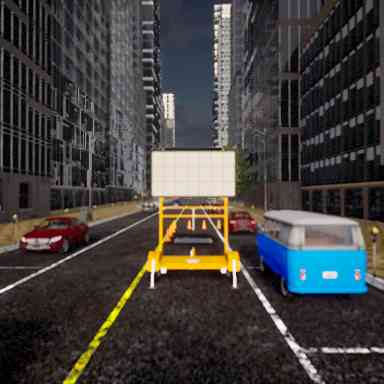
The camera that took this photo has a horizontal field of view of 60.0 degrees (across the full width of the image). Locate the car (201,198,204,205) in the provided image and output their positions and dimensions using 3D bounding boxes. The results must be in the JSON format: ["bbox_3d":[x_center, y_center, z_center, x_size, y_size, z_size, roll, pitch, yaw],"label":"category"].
[{"bbox_3d":[2.908,2.041,53.944,2.008,1.369,4.403,0,0,0],"label":"car"}]

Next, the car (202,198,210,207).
[{"bbox_3d":[2.886,1.994,48.252,2.008,1.369,4.403,0,0,0],"label":"car"}]

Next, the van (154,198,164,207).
[{"bbox_3d":[-5.472,1.843,53.983,1.690,1.788,3.998,0,0,0],"label":"van"}]

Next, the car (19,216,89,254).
[{"bbox_3d":[-5.629,1.723,14.134,1.802,1.307,4.206,0,-1,0],"label":"car"}]

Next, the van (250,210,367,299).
[{"bbox_3d":[2.729,1.417,8.409,1.690,1.788,3.998,0,-1,0],"label":"van"}]

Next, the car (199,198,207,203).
[{"bbox_3d":[3.065,2.339,93.790,1.887,1.381,4.507,0,0,0],"label":"car"}]

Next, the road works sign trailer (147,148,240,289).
[{"bbox_3d":[0.042,0.554,9.447,2.380,3.560,2.880,0,-1,0],"label":"road works sign trailer"}]

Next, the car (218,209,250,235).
[{"bbox_3d":[2.774,1.765,19.790,1.802,1.307,4.206,0,-1,0],"label":"car"}]

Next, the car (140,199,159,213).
[{"bbox_3d":[-5.517,1.955,42.596,2.008,1.369,4.403,0,-1,0],"label":"car"}]

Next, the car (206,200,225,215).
[{"bbox_3d":[2.841,1.924,36.867,1.802,1.307,4.206,0,-1,0],"label":"car"}]

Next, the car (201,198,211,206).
[{"bbox_3d":[2.975,2.064,71.022,1.967,1.590,4.097,0,0,0],"label":"car"}]

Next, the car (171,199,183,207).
[{"bbox_3d":[-2.761,2.067,59.439,1.812,1.442,4.674,0,0,0],"label":"car"}]
